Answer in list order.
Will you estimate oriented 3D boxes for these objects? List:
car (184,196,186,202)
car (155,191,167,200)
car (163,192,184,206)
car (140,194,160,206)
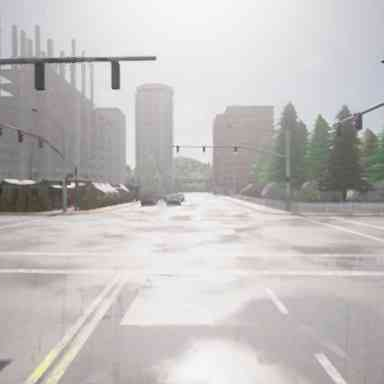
[{"bbox_3d":[-2.259,1.110,64.058,1.837,1.490,4.892,0,0,2],"label":"car"},{"bbox_3d":[-5.762,0.833,63.728,2.150,2.045,5.566,0,0,2],"label":"car"},{"bbox_3d":[-2.630,1.184,47.922,1.882,1.535,5.008,0,0,1],"label":"car"},{"bbox_3d":[-6.137,1.313,47.665,1.895,1.301,4.718,0,0,1],"label":"car"}]
